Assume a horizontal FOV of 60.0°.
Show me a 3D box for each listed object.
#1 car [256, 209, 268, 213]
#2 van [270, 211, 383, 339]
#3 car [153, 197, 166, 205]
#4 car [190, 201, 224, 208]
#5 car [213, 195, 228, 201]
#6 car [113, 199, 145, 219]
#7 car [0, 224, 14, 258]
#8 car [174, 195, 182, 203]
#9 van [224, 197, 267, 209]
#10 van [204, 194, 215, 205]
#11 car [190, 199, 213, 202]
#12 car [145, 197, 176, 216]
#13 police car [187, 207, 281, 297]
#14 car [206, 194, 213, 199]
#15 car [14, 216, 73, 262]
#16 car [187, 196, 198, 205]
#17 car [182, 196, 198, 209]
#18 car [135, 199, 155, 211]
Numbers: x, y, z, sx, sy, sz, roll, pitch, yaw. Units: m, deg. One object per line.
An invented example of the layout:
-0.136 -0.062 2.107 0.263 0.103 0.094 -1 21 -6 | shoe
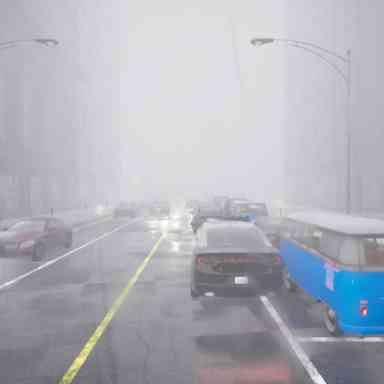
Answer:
2.875 1.535 12.008 1.887 1.381 4.507 0 0 0 | car
2.862 1.336 6.359 1.690 1.788 3.998 0 0 0 | van
-5.553 1.491 57.215 1.947 1.339 4.313 0 0 0 | car
0.937 1.491 18.589 1.837 1.490 4.892 0 0 0 | car
2.898 1.296 23.304 2.192 1.841 5.009 0 0 0 | car
-5.613 1.520 28.969 1.887 1.381 4.507 0 0 0 | car
-5.661 1.545 6.373 2.008 1.369 4.403 0 0 0 | car
-2.857 1.374 68.711 1.882 1.535 5.008 0 0 0 | car
2.886 1.327 17.655 1.690 1.788 3.998 0 0 0 | van
2.971 1.266 57.197 1.690 1.788 3.998 0 0 0 | van
0.950 1.485 24.588 1.837 1.490 4.892 0 0 0 | car
-3.022 1.463 32.310 2.128 1.511 4.902 0 0 0 | car
0.916 1.418 8.699 1.930 1.638 5.238 0 0 0 | police car
2.923 1.283 34.602 2.192 1.841 5.009 0 0 0 | car
-5.649 1.572 12.022 1.802 1.307 4.206 0 0 0 | car
0.125 1.482 60.005 1.994 1.385 4.181 0 0 0 | car
0.106 1.443 44.993 2.128 1.511 4.902 0 0 0 | car
-5.589 1.541 40.267 1.802 1.307 4.206 0 0 0 | car
